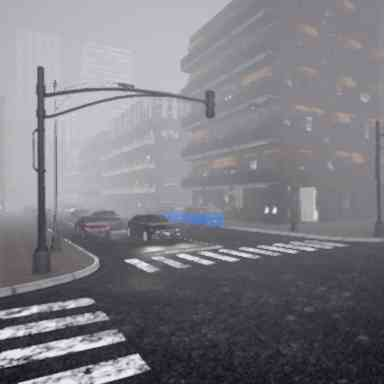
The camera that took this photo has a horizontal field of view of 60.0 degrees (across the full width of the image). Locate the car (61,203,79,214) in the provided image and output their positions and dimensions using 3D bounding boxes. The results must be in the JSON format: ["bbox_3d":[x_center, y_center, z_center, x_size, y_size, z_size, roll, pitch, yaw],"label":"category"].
[{"bbox_3d":[-22.763,3.367,62.127,1.812,1.442,4.674,0,-1,-29],"label":"car"}]

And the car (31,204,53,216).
[{"bbox_3d":[-23.014,3.032,50.822,1.967,1.590,4.097,-1,-1,-29],"label":"car"}]

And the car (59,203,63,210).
[{"bbox_3d":[-29.480,3.667,79.290,2.192,1.841,5.009,-1,-1,-29],"label":"car"}]

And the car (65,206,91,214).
[{"bbox_3d":[-12.383,2.638,37.199,2.033,1.411,5.357,0,-1,-30],"label":"car"}]

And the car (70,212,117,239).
[{"bbox_3d":[-6.514,2.213,21.549,1.802,1.307,4.206,-1,-1,-29],"label":"car"}]

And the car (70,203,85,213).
[{"bbox_3d":[-23.981,3.346,69.533,2.192,1.841,5.009,-1,-1,-29],"label":"car"}]

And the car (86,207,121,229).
[{"bbox_3d":[-7.295,2.299,28.163,1.837,1.490,4.892,0,-1,-29],"label":"car"}]

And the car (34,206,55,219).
[{"bbox_3d":[-20.261,3.013,45.942,1.802,1.307,4.206,-1,-1,-29],"label":"car"}]

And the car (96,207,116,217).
[{"bbox_3d":[-12.976,2.971,50.016,1.802,1.307,4.206,-1,-1,-29],"label":"car"}]

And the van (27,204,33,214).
[{"bbox_3d":[-28.516,3.254,60.580,1.690,1.788,3.998,-1,-1,-29],"label":"van"}]

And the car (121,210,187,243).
[{"bbox_3d":[-2.381,2.013,19.458,1.837,1.490,4.892,0,-1,-28],"label":"car"}]

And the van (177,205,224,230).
[{"bbox_3d":[0.764,1.930,25.627,1.690,1.788,3.998,-1,-1,-29],"label":"van"}]

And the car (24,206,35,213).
[{"bbox_3d":[-36.793,3.945,75.193,2.008,1.369,4.403,-1,-1,-29],"label":"car"}]

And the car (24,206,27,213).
[{"bbox_3d":[-34.035,3.549,70.326,2.192,1.841,5.009,-1,-1,-29],"label":"car"}]

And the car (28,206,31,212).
[{"bbox_3d":[-25.760,3.303,55.698,2.008,1.369,4.403,-1,-1,-29],"label":"car"}]

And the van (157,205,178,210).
[{"bbox_3d":[-1.985,2.090,30.506,1.690,1.788,3.998,-1,-1,-29],"label":"van"}]

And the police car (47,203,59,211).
[{"bbox_3d":[-36.489,4.101,87.901,1.930,1.638,5.238,0,-1,-29],"label":"police car"}]
